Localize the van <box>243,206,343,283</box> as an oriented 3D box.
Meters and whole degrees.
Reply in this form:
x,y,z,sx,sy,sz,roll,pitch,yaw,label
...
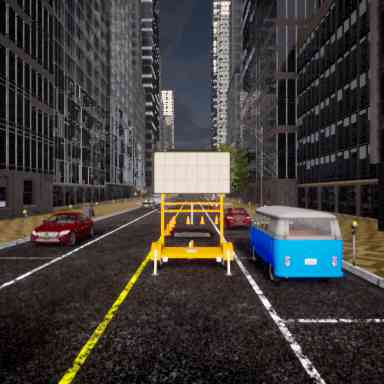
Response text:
x,y,z,sx,sy,sz,roll,pitch,yaw,label
2.693,1.341,9.385,1.690,1.788,3.998,0,0,0,van

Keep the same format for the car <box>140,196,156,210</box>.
x,y,z,sx,sy,sz,roll,pitch,yaw,label
-5.678,1.548,43.545,2.008,1.369,4.403,0,0,0,car

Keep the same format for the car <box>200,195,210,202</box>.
x,y,z,sx,sy,sz,roll,pitch,yaw,label
2.711,1.401,72.001,1.967,1.590,4.097,0,0,0,car

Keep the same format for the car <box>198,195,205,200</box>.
x,y,z,sx,sy,sz,roll,pitch,yaw,label
2.719,1.462,94.772,1.887,1.381,4.507,0,0,0,car

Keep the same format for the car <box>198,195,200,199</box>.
x,y,z,sx,sy,sz,roll,pitch,yaw,label
2.710,1.410,66.309,1.967,1.590,4.097,0,0,0,car

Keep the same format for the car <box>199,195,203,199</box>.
x,y,z,sx,sy,sz,roll,pitch,yaw,label
2.706,1.538,54.924,2.008,1.369,4.403,0,0,0,car

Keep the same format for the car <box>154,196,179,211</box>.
x,y,z,sx,sy,sz,roll,pitch,yaw,label
-3.089,1.545,41.211,2.033,1.411,5.357,0,0,0,car

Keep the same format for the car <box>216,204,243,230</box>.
x,y,z,sx,sy,sz,roll,pitch,yaw,label
2.696,1.581,20.769,1.802,1.307,4.206,0,0,0,car

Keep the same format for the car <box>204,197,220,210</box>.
x,y,z,sx,sy,sz,roll,pitch,yaw,label
2.701,1.581,37.847,1.802,1.307,4.206,0,0,0,car

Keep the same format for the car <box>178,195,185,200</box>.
x,y,z,sx,sy,sz,roll,pitch,yaw,label
-2.975,1.454,90.404,1.812,1.442,4.674,0,0,0,car

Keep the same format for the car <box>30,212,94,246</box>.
x,y,z,sx,sy,sz,roll,pitch,yaw,label
-5.686,1.581,15.082,1.802,1.307,4.206,0,0,0,car

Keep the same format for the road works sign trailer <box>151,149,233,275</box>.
x,y,z,sx,sy,sz,roll,pitch,yaw,label
0.003,0.464,10.405,2.380,3.560,2.880,0,0,0,road works sign trailer

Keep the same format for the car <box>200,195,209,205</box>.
x,y,z,sx,sy,sz,roll,pitch,yaw,label
2.705,1.544,49.232,2.008,1.369,4.403,0,0,0,car
